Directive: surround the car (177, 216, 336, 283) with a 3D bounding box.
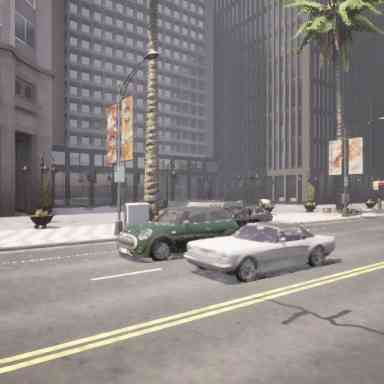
[{"bbox_3d":[2.119,1.601,9.839,4.718,1.301,1.895,0,0,-36],"label":"car"}]

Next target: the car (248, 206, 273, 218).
[{"bbox_3d":[2.385,1.513,18.148,4.786,1.482,2.161,0,0,-36],"label":"car"}]

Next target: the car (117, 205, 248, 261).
[{"bbox_3d":[-0.419,1.352,12.325,4.553,1.767,2.097,0,0,-36],"label":"car"}]
